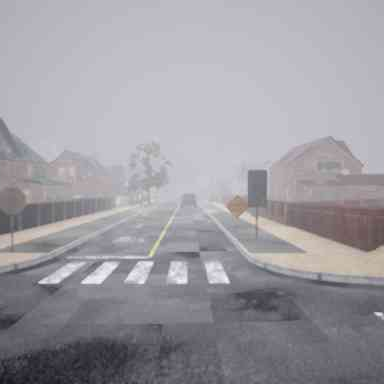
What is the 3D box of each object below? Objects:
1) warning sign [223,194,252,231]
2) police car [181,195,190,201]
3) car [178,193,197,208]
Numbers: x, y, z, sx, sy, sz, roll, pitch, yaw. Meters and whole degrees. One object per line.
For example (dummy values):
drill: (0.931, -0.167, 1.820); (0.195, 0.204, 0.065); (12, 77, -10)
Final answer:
warning sign: (2.406, 1.053, 17.713); (1.300, 1.860, 1.060); (2, 2, -1)
police car: (-1.857, 1.531, 88.011); (1.930, 1.638, 5.238); (0, 0, -6)
car: (-0.454, 1.143, 46.763); (2.150, 2.045, 5.566); (0, 0, -1)
